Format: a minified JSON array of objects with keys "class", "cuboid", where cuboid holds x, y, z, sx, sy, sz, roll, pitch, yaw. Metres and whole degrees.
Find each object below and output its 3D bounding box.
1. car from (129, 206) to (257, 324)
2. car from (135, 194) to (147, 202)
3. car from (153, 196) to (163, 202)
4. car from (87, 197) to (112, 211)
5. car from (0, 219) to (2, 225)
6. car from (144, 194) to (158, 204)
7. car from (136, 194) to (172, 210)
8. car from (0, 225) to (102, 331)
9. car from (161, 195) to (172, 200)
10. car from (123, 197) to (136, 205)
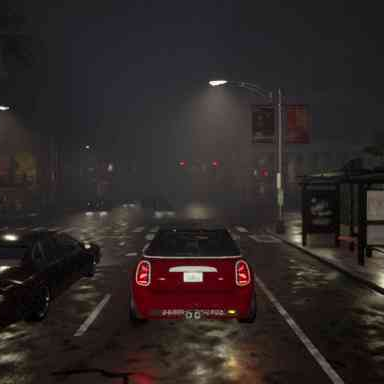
[{"class":"car","cuboid":[0.006,1.352,7.336,2.097,1.767,4.553,0,0,0]},{"class":"car","cuboid":[-11.304,1.355,74.198,2.097,1.767,4.553,0,0,-1]},{"class":"car","cuboid":[-7.831,1.595,76.655,1.895,1.301,4.718,0,0,-1]},{"class":"car","cuboid":[-11.021,1.352,39.824,2.097,1.767,4.553,0,0,-1]},{"class":"car","cuboid":[-10.744,1.601,14.988,1.895,1.301,4.718,0,0,-1]},{"class":"car","cuboid":[-7.727,1.352,62.692,2.097,1.767,4.553,0,0,0]},{"class":"car","cuboid":[-4.596,1.221,41.750,2.150,2.045,5.566,-1,0,-32]},{"class":"car","cuboid":[-3.493,1.547,7.129,2.033,1.411,5.357,0,0,0]},{"class":"car","cuboid":[-6.891,1.478,91.022,1.882,1.535,5.008,0,0,9]},{"class":"car","cuboid":[-11.215,1.563,60.111,1.994,1.385,4.181,0,0,0]}]
